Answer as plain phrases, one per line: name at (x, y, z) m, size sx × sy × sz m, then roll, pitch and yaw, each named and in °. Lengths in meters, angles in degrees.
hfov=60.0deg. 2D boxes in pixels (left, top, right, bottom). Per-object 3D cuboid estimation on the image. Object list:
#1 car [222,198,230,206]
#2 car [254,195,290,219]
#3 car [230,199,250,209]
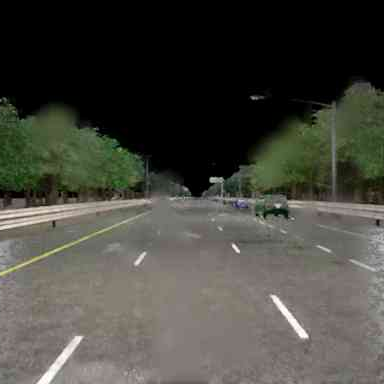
car at (7.248, 2.040, 68.091) m, size 1.812 × 1.442 × 4.674 m, roll 0°, pitch -1°, yaw 0°
car at (7.046, 1.308, 29.797) m, size 2.150 × 2.045 × 5.566 m, roll 0°, pitch 0°, yaw 0°
car at (7.127, 1.787, 48.737) m, size 1.812 × 1.442 × 4.674 m, roll 0°, pitch -1°, yaw 0°
